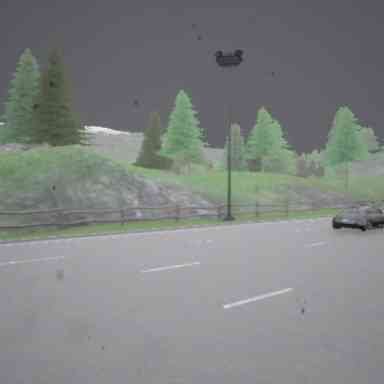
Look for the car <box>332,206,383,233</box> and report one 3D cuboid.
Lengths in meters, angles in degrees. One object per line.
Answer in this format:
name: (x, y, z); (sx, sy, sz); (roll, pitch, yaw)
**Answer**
car: (10.114, 1.516, 19.557); (4.181, 1.385, 1.994); (0, 0, -36)
